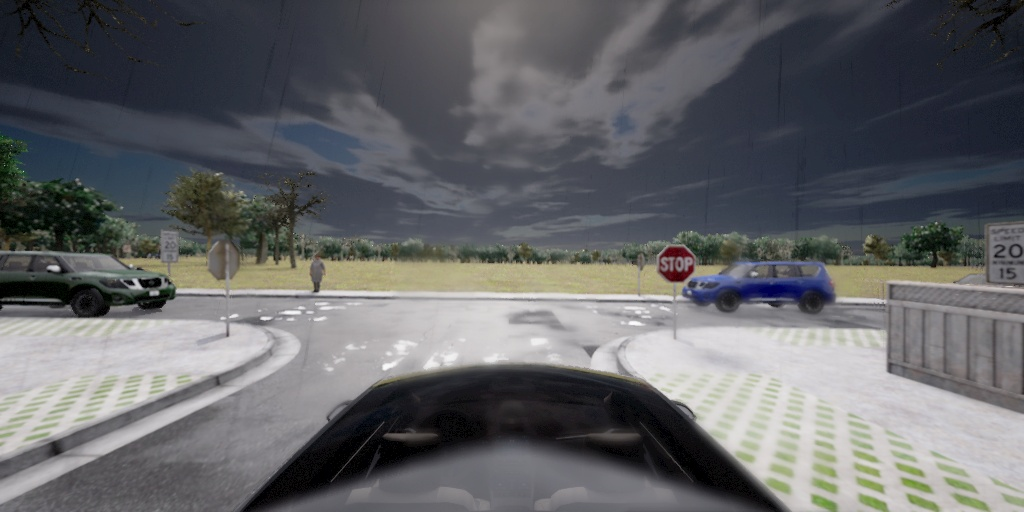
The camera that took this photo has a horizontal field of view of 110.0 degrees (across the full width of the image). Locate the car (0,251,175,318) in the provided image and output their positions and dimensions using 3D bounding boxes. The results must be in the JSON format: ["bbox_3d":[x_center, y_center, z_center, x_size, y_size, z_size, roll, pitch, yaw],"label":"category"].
[{"bbox_3d":[-14.620,0.860,11.887,5.566,2.045,2.150,1,0,0],"label":"car"}]

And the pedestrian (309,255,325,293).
[{"bbox_3d":[-9.687,0.875,17.775,0.375,1.860,0.375,0,-1,0],"label":"pedestrian"}]

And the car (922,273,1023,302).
[{"bbox_3d":[20.174,1.503,15.020,4.553,1.767,2.097,1,0,0],"label":"car"}]

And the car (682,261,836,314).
[{"bbox_3d":[10.186,1.230,14.973,5.566,2.045,2.150,1,0,0],"label":"car"}]
